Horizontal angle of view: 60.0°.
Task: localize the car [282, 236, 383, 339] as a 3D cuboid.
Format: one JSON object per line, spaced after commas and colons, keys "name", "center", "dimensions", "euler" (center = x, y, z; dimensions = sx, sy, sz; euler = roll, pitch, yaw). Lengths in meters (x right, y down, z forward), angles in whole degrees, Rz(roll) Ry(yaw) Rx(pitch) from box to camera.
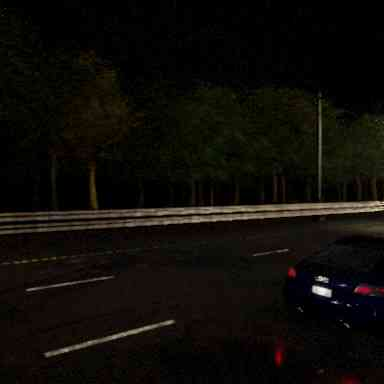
{"name": "car", "center": [3.722, 1.578, 6.535], "dimensions": [4.181, 1.385, 1.994], "euler": [0, 0, -36]}
